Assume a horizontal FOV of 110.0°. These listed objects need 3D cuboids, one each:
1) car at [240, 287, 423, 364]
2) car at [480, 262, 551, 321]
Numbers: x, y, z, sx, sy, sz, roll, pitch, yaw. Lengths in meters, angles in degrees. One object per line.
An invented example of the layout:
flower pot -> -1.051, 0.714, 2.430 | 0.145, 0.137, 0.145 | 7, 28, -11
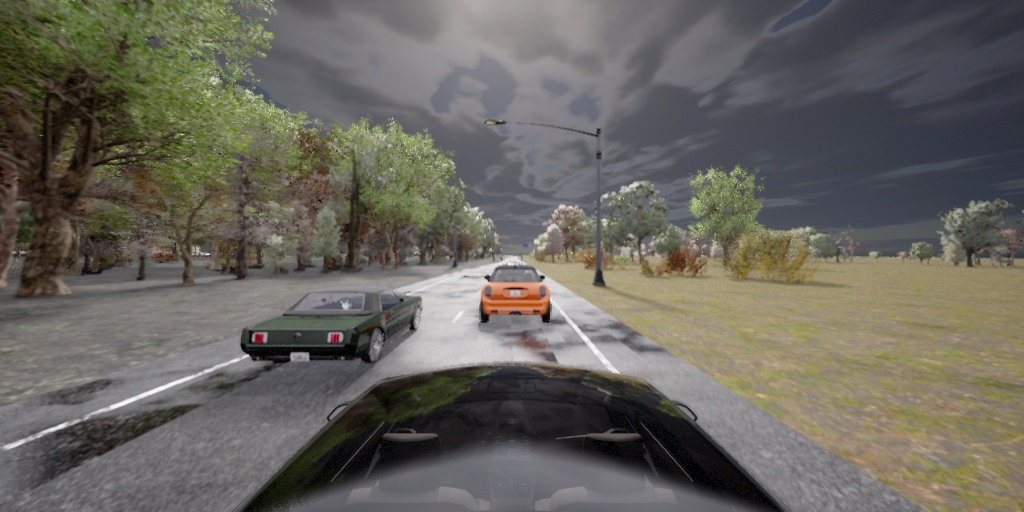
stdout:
car -> -3.403, 1.331, 7.981 | 1.895, 1.301, 4.718 | 0, 0, 0
car -> 0.097, 1.068, 12.350 | 2.097, 1.767, 4.553 | 0, 0, 0
